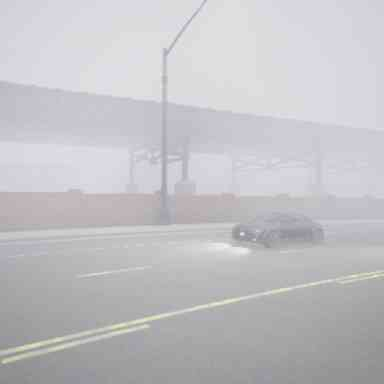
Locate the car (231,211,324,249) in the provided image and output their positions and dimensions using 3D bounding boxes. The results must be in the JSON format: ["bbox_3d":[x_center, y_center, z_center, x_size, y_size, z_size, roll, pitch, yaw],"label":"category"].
[{"bbox_3d":[3.767,1.556,14.493,4.181,1.385,1.994,1,0,-30],"label":"car"}]
